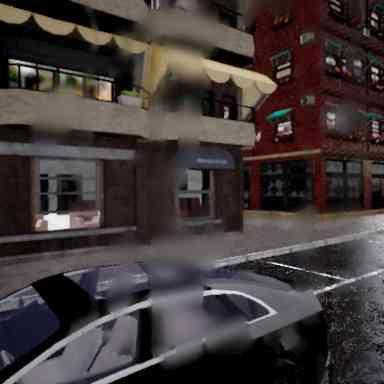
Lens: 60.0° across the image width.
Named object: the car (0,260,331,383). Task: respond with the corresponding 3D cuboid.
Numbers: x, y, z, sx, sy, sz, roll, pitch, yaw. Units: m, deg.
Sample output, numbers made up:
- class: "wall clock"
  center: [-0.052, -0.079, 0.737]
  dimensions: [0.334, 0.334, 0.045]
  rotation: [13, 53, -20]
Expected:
- class: "car"
  center: [-0.857, 1.469, 2.764]
  dimensions: [4.902, 1.511, 2.128]
  rotation: [-2, 1, -35]
